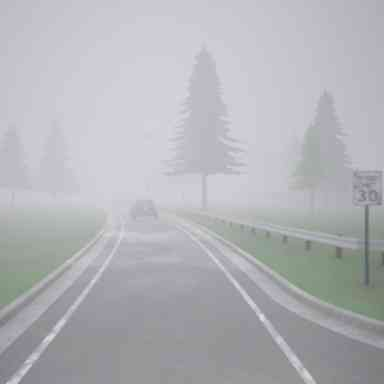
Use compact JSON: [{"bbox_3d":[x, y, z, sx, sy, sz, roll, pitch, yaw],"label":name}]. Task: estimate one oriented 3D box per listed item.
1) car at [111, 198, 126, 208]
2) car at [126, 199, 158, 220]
[{"bbox_3d":[-10.535,1.543,47.751,2.033,1.411,5.357,0,0,-20],"label":"car"},{"bbox_3d":[-4.183,1.341,28.260,2.097,1.767,4.553,0,0,-14],"label":"car"}]
